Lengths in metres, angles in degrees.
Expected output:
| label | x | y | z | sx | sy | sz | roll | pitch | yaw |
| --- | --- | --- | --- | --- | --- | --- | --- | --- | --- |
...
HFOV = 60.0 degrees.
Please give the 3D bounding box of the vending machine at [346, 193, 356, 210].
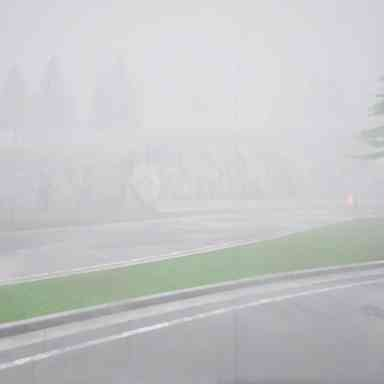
| label | x | y | z | sx | sy | sz | roll | pitch | yaw |
| --- | --- | --- | --- | --- | --- | --- | --- | --- | --- |
| vending machine | 20.494 | 1.194 | 42.798 | 0.880 | 2.100 | 1.100 | 0 | 0 | 6 |
